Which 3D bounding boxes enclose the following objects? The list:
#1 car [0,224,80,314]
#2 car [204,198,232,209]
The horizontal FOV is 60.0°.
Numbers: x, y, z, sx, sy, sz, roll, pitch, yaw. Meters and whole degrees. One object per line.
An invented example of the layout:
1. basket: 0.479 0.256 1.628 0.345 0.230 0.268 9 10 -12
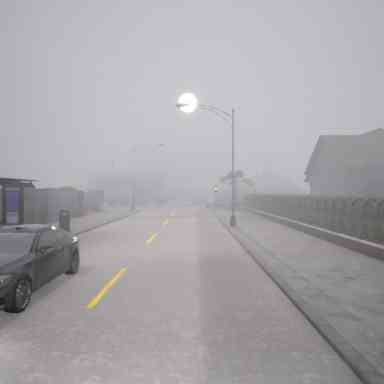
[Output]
1. car: -4.054 1.526 7.743 1.812 1.442 4.674 0 0 0
2. car: 3.730 1.526 45.893 4.674 1.442 1.812 0 0 -41
